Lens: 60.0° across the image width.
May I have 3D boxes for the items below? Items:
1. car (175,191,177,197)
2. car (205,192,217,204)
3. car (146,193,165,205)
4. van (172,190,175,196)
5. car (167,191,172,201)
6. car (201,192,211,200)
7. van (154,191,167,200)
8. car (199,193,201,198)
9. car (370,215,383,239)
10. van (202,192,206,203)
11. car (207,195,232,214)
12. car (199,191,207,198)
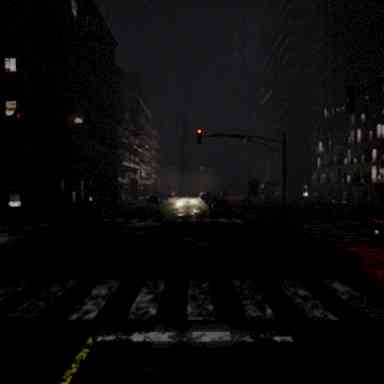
[{"bbox_3d":[-5.394,0.492,93.495,2.192,1.841,5.009,-1,1,0],"label":"car"},{"bbox_3d":[2.765,1.138,37.041,1.967,1.590,4.097,-1,0,0],"label":"car"},{"bbox_3d":[-5.543,1.168,48.329,1.947,1.339,4.313,-1,0,0],"label":"car"},{"bbox_3d":[-5.451,0.684,76.557,1.690,1.788,3.998,-1,1,0],"label":"van"},{"bbox_3d":[-5.486,0.994,65.265,1.887,1.381,4.507,-1,1,0],"label":"car"},{"bbox_3d":[2.885,0.835,70.915,1.967,1.590,4.097,-1,1,0],"label":"car"},{"bbox_3d":[-5.527,0.893,53.973,1.690,1.788,3.998,-1,1,0],"label":"van"},{"bbox_3d":[2.860,0.887,65.269,1.967,1.590,4.097,-1,1,0],"label":"car"},{"bbox_3d":[10.140,1.459,13.870,4.902,1.511,2.128,0,1,1],"label":"car"},{"bbox_3d":[2.802,0.941,48.332,1.690,1.788,3.998,-1,1,0],"label":"van"},{"bbox_3d":[2.747,1.291,31.397,1.887,1.381,4.507,-1,0,0],"label":"car"},{"bbox_3d":[2.973,0.671,87.852,1.967,1.590,4.097,-1,1,0],"label":"car"}]
